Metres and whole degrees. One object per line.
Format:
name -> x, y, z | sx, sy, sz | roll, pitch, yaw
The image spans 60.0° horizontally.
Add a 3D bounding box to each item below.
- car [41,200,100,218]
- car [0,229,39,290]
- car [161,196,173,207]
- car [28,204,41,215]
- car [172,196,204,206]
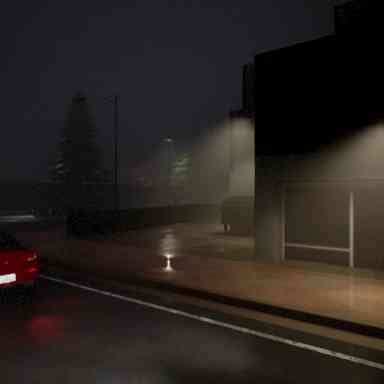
car -> -10.890, 1.491, 30.851 | 2.128, 1.511, 4.902 | 0, 0, 36
car -> -5.430, 1.525, 7.928 | 4.674, 1.442, 1.812 | 0, 0, 38
car -> -2.435, 1.351, 48.336 | 2.097, 1.767, 4.553 | 0, 0, 37
car -> -13.788, 1.563, 32.815 | 1.994, 1.385, 4.181 | 0, 0, 36
car -> -0.186, 1.525, 45.520 | 1.812, 1.442, 4.674 | 0, 0, 37
